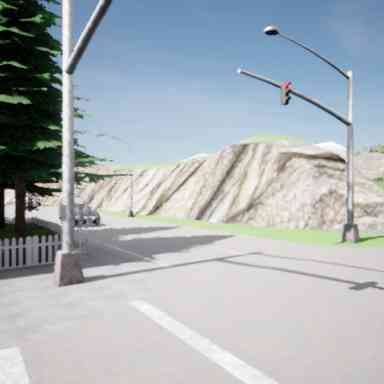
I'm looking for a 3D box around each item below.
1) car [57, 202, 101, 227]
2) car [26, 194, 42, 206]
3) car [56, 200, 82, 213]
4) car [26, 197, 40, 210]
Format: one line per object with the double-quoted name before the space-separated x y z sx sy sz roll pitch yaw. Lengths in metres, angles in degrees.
"car" -8.286 1.677 24.509 2.128 1.511 4.902 0 0 -35
"car" -28.353 1.404 58.707 2.150 2.045 5.566 0 0 -41
"car" -15.048 1.746 40.591 1.994 1.385 4.181 0 0 -35
"car" -22.379 1.733 44.764 2.033 1.411 5.357 0 0 -35
